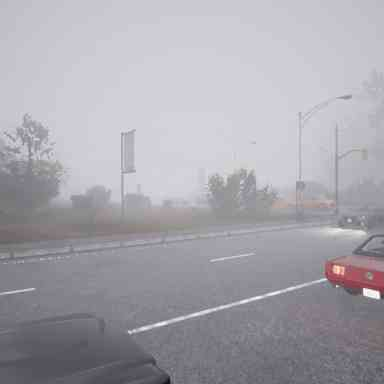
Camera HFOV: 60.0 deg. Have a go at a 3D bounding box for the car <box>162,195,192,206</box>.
[{"bbox_3d":[-2.340,1.373,51.697,1.994,1.385,4.181,-1,0,-39],"label":"car"}]

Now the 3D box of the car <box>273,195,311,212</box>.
[{"bbox_3d":[9.941,1.278,36.437,1.882,1.535,5.008,-1,0,-39],"label":"car"}]

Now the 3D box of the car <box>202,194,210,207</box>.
[{"bbox_3d":[3.972,1.282,43.847,1.882,1.535,5.008,-1,0,-39],"label":"car"}]

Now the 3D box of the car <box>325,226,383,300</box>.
[{"bbox_3d":[5.107,1.570,7.407,4.718,1.301,1.895,0,0,-36],"label":"car"}]

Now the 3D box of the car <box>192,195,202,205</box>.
[{"bbox_3d":[2.685,1.131,51.037,2.097,1.767,4.553,-1,0,-39],"label":"car"}]

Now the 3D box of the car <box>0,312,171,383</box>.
[{"bbox_3d":[-2.416,1.601,2.013,4.718,1.301,1.895,0,0,-36],"label":"car"}]

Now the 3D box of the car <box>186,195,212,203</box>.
[{"bbox_3d":[1.373,1.272,64.123,2.033,1.411,5.357,-1,0,-38],"label":"car"}]

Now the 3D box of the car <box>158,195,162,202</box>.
[{"bbox_3d":[-3.501,1.384,58.756,1.895,1.301,4.718,-1,0,-38],"label":"car"}]

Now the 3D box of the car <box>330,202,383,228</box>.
[{"bbox_3d":[10.653,1.437,20.237,4.181,1.385,1.994,-1,0,-36],"label":"car"}]

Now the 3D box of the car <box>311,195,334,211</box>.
[{"bbox_3d":[13.779,1.122,37.252,2.097,1.767,4.553,-1,0,-39],"label":"car"}]

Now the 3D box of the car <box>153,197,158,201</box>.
[{"bbox_3d":[-6.677,1.326,74.030,1.895,1.301,4.718,-1,0,-38],"label":"car"}]
